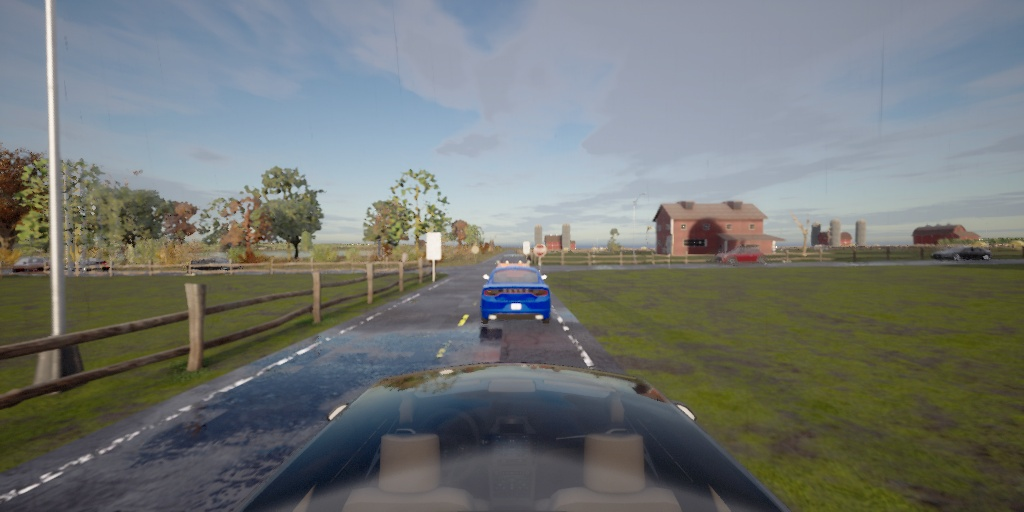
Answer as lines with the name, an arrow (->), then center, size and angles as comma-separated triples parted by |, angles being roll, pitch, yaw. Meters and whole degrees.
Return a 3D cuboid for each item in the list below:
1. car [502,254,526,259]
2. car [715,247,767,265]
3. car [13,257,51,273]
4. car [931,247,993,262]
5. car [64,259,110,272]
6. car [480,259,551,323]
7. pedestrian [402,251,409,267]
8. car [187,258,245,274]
car -> 0.098, 0.680, 22.019 | 2.097, 1.767, 4.553 | 0, 1, 0
car -> 23.816, -0.017, 37.496 | 4.553, 1.767, 2.097 | -1, 2, 0
car -> -50.947, 1.007, 38.490 | 4.553, 1.767, 2.097 | 0, 2, 19
car -> 46.666, -0.200, 37.243 | 4.892, 1.490, 1.837 | 0, 2, 1
car -> -47.933, 1.067, 40.644 | 4.892, 1.490, 1.837 | 0, 2, 19
car -> 0.099, 1.029, 11.260 | 1.882, 1.535, 5.008 | 0, 1, 0
pedestrian -> -12.164, 0.354, 40.807 | 0.375, 1.860, 0.375 | 0, 2, 0
car -> -28.884, 0.954, 35.099 | 4.892, 1.490, 1.837 | -1, 2, 2
